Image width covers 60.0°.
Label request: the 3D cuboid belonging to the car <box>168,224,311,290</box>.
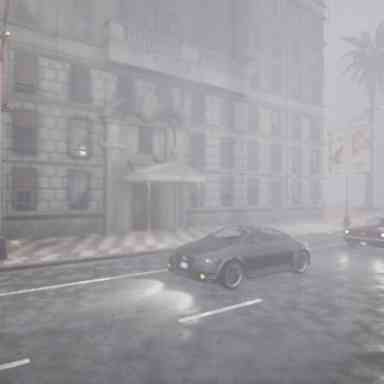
[{"bbox_3d":[1.427,1.628,9.327,4.181,1.385,1.994,1,0,-36],"label":"car"}]

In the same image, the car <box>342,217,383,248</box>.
[{"bbox_3d":[8.592,1.745,14.451,4.718,1.301,1.895,1,0,-35],"label":"car"}]
